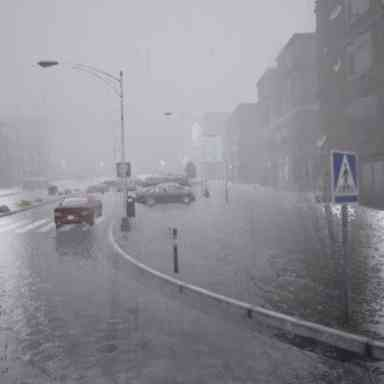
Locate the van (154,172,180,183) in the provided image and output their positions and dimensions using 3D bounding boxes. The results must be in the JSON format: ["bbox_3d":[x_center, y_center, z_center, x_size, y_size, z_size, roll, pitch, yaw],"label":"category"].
[{"bbox_3d":[-4.733,-2.693,62.020,4.442,1.987,1.878,-3,5,-24],"label":"van"}]

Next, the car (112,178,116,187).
[{"bbox_3d":[-12.057,-1.360,49.904,1.882,1.535,5.008,-2,4,-4],"label":"car"}]

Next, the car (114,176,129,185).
[{"bbox_3d":[-12.774,-2.116,60.335,1.837,1.490,4.892,-2,5,-4],"label":"car"}]

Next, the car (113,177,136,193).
[{"bbox_3d":[-8.088,-0.696,41.094,1.994,1.385,4.181,-2,4,-4],"label":"car"}]

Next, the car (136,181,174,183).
[{"bbox_3d":[-2.324,0.070,28.761,4.674,1.452,2.002,-3,5,-24],"label":"car"}]

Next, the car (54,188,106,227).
[{"bbox_3d":[-6.258,0.906,18.661,1.882,1.535,5.008,-2,5,-8],"label":"car"}]

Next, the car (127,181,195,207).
[{"bbox_3d":[-2.127,0.258,25.730,4.892,1.521,2.231,-3,4,-24],"label":"car"}]

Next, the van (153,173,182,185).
[{"bbox_3d":[-4.105,-2.248,56.062,4.442,1.987,1.878,-3,4,-24],"label":"van"}]

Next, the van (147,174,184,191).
[{"bbox_3d":[-3.479,-1.328,43.840,4.442,1.987,1.878,-3,5,-24],"label":"van"}]

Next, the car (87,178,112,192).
[{"bbox_3d":[-11.248,-0.541,39.599,1.812,1.442,4.674,-2,4,-4],"label":"car"}]

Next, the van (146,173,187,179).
[{"bbox_3d":[-2.641,-0.655,34.851,4.442,1.987,1.878,-3,4,-24],"label":"van"}]

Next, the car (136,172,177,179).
[{"bbox_3d":[-2.980,-0.902,37.812,5.566,2.045,2.435,-3,5,-24],"label":"car"}]

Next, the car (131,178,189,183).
[{"bbox_3d":[-2.705,-0.193,31.711,5.366,1.575,1.946,-2,5,-24],"label":"car"}]
